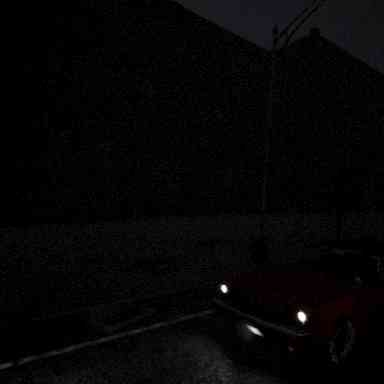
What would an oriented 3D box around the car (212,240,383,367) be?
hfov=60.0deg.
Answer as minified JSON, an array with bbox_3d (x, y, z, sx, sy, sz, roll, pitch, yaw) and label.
[{"bbox_3d":[2.666,1.606,5.894,4.718,1.301,1.895,0,0,-36],"label":"car"}]
